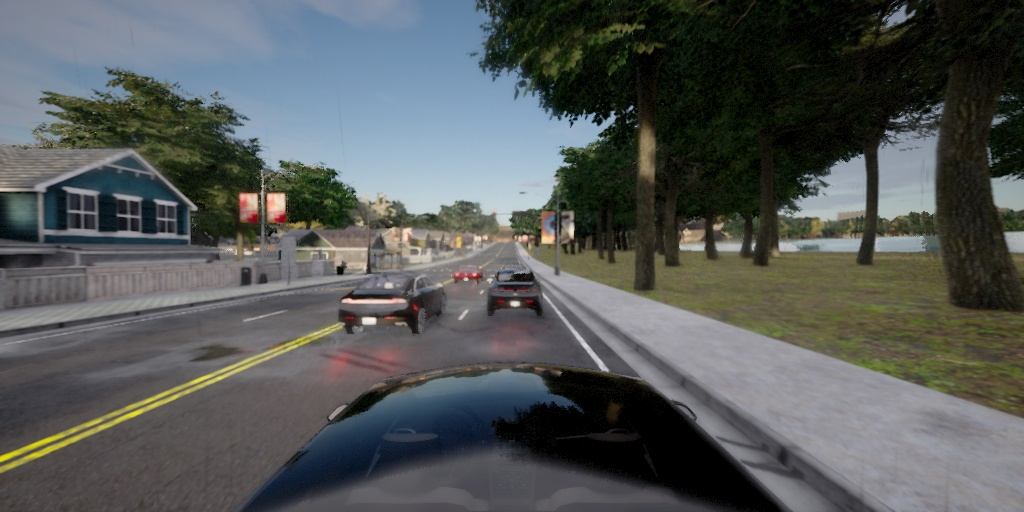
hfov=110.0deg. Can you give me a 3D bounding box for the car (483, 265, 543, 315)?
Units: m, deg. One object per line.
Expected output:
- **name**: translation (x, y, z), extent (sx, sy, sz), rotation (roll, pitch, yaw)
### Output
- **car**: translation (0.101, 1.226, 13.336), extent (1.837, 1.490, 4.892), rotation (0, 0, 0)

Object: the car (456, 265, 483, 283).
- **car**: translation (-3.154, 1.312, 26.836), extent (1.895, 1.301, 4.718), rotation (0, 0, 0)

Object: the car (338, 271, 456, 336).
- **car**: translation (-3.149, 1.220, 10.333), extent (2.128, 1.511, 4.902), rotation (0, 0, 0)
